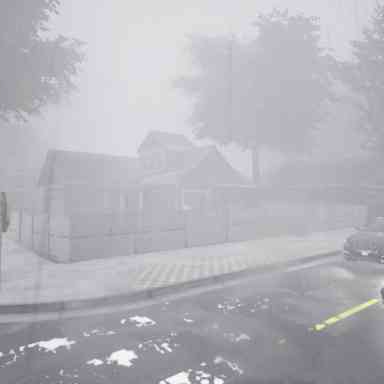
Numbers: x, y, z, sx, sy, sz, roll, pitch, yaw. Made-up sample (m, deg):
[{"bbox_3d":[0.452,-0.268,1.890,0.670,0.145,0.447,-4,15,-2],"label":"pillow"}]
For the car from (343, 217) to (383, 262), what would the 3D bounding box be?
[{"bbox_3d":[7.115,1.633,11.621,4.892,1.490,1.837,1,-1,-39],"label":"car"}]

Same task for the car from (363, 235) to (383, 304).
[{"bbox_3d":[5.861,1.616,6.919,5.357,1.411,2.033,1,-1,-39],"label":"car"}]
